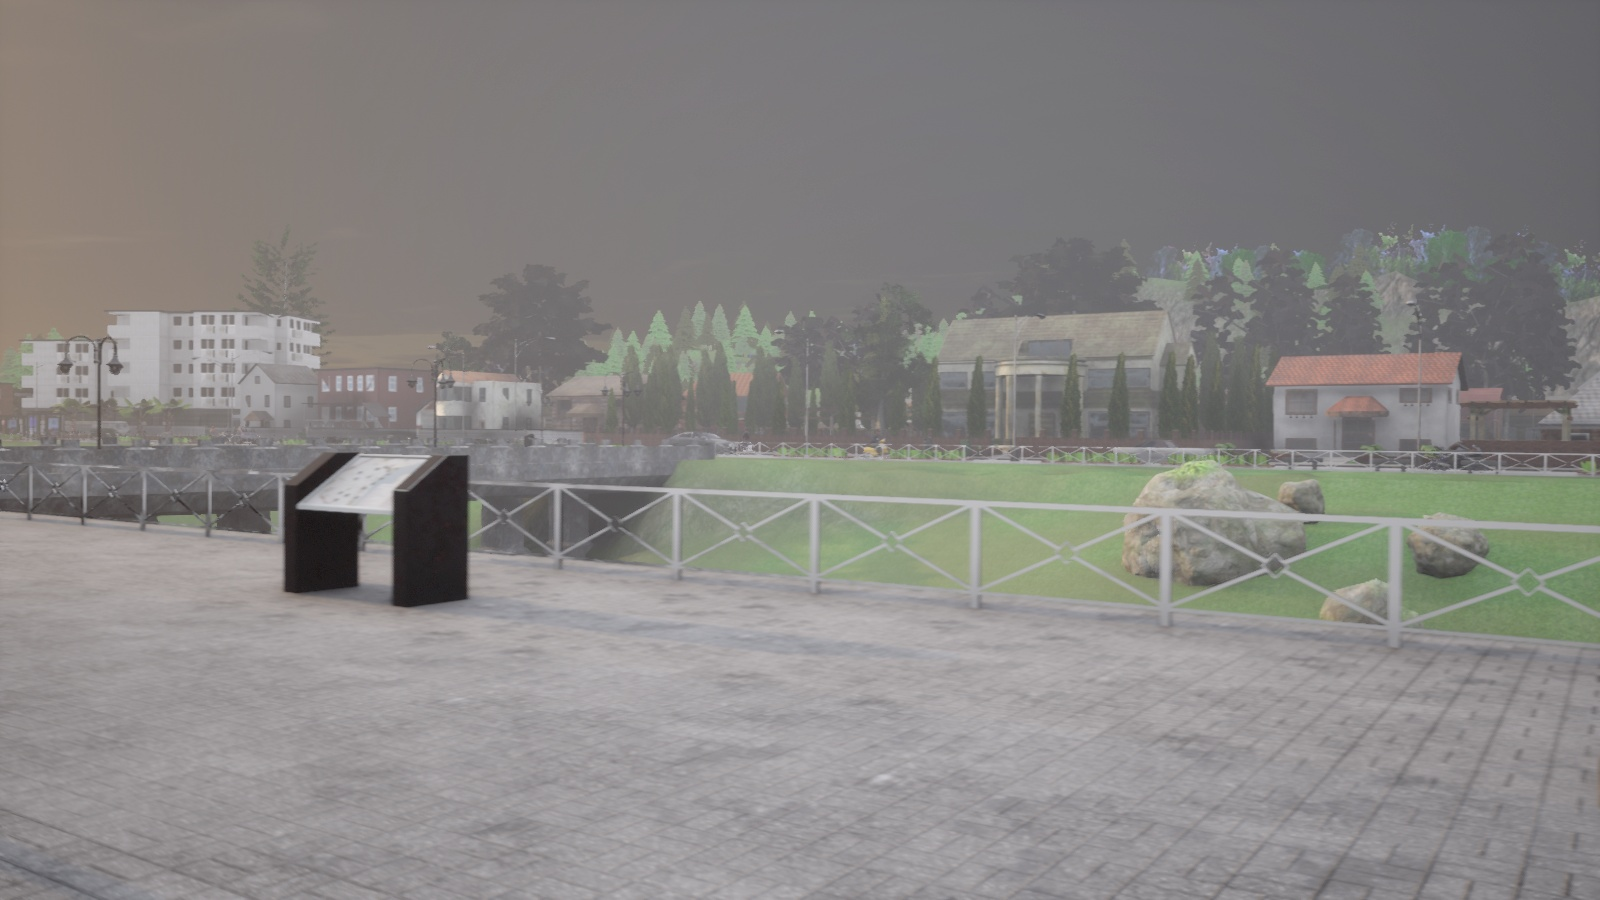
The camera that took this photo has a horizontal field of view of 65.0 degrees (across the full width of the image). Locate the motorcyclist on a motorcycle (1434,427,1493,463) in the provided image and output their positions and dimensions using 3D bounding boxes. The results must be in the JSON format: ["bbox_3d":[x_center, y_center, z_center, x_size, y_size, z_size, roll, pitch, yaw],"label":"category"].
[{"bbox_3d":[28.716,-0.236,54.369,2.191,1.530,0.866,0,1,34],"label":"motorcyclist on a motorcycle"}]

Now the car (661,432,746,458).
[{"bbox_3d":[-5.954,-0.315,77.411,4.902,1.511,2.128,0,1,34],"label":"car"}]

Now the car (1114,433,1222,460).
[{"bbox_3d":[17.987,-0.171,61.501,4.718,1.301,1.895,0,1,34],"label":"car"}]

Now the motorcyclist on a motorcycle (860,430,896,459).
[{"bbox_3d":[4.400,-0.318,70.529,1.817,1.590,0.866,0,1,34],"label":"motorcyclist on a motorcycle"}]
